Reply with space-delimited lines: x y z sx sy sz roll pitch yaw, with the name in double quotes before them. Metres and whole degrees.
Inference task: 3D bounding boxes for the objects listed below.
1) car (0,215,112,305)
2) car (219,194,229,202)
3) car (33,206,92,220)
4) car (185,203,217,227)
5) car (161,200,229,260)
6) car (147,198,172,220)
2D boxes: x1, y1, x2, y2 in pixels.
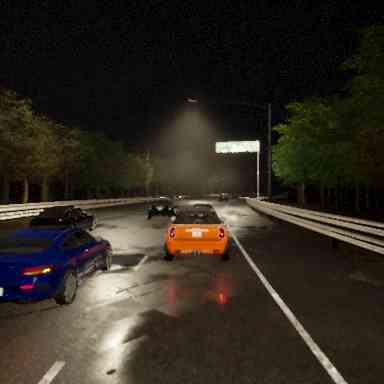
"car" -3.298 1.524 7.954 1.812 1.442 4.674 0 0 1
"car" 7.530 1.359 77.530 2.097 1.767 4.553 0 0 11
"car" -6.508 1.501 17.287 1.837 1.490 4.892 0 0 3
"car" 0.764 1.560 24.116 2.033 1.411 5.357 0 0 4
"car" 0.227 1.361 12.641 2.097 1.767 4.553 0 0 2
"car" -2.358 1.356 28.206 2.097 1.767 4.553 0 0 4
